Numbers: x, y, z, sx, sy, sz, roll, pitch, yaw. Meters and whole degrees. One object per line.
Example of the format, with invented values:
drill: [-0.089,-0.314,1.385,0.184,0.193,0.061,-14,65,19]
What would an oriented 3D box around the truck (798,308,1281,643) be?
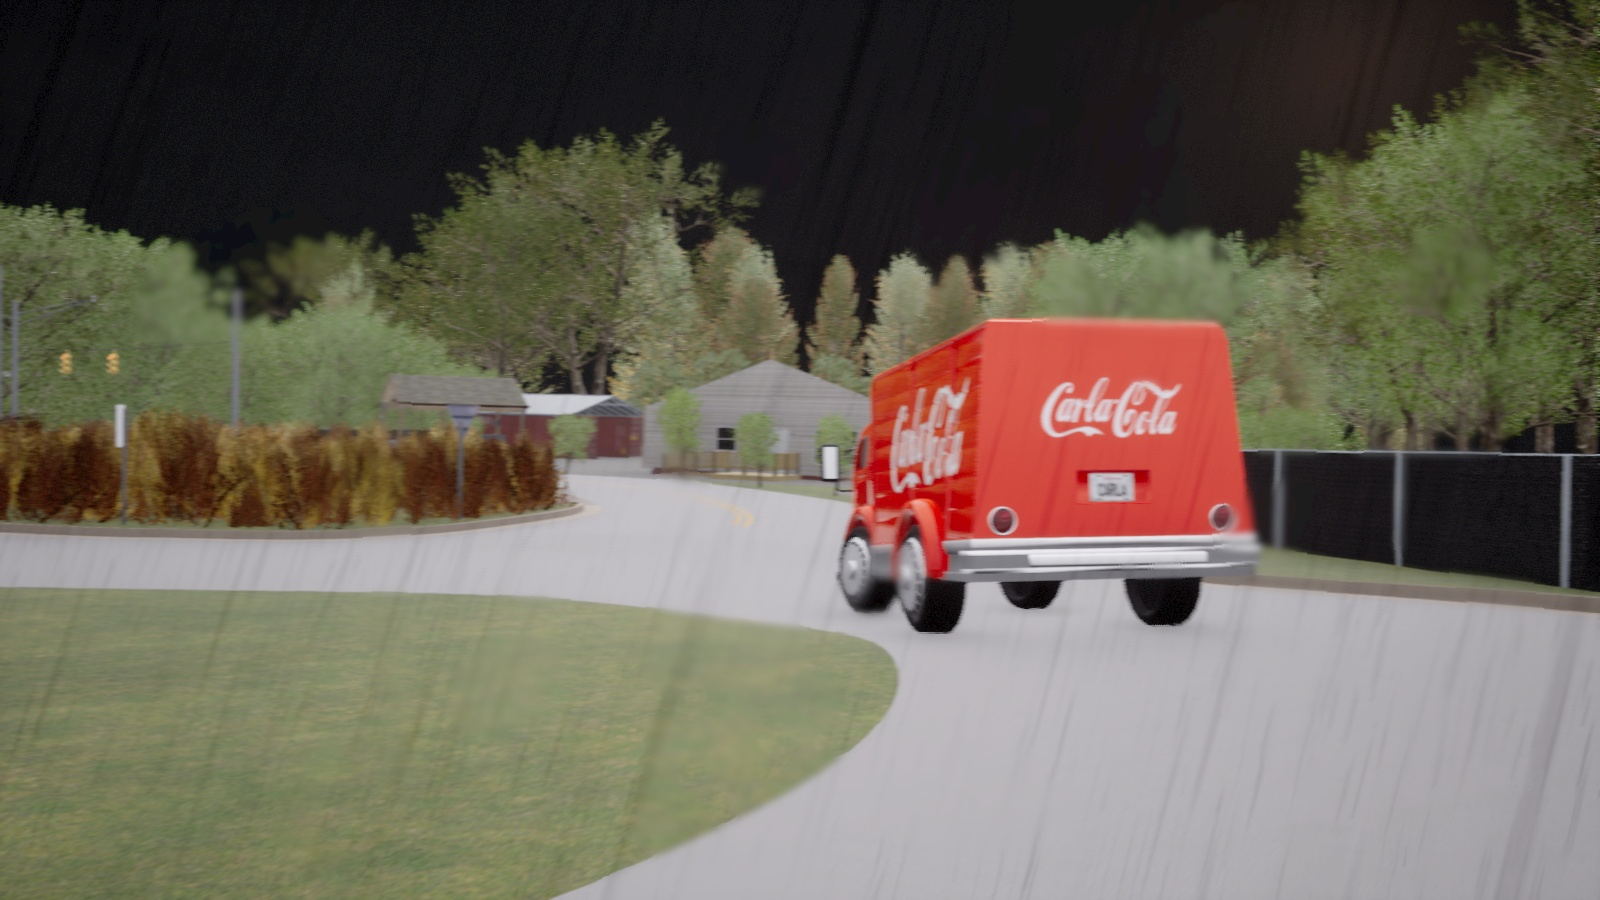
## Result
truck: [1.844,0.395,12.037,2.627,2.467,5.204,0,-5,-12]
